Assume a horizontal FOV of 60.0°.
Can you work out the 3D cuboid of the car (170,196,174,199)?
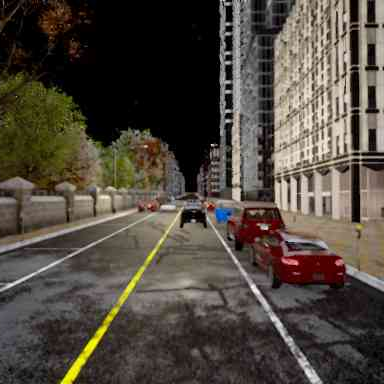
[{"bbox_3d":[-5.686,1.916,76.618,2.192,1.841,5.009,1,0,0],"label":"car"}]

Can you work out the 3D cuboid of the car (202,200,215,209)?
[{"bbox_3d":[2.692,2.014,54.571,1.947,1.339,4.313,1,0,0],"label":"car"}]

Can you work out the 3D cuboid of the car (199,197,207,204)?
[{"bbox_3d":[2.693,2.076,82.175,1.967,1.590,4.097,1,0,0],"label":"car"}]

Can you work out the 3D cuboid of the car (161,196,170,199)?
[{"bbox_3d":[-5.685,1.805,60.300,2.192,1.841,5.009,1,0,0],"label":"car"}]

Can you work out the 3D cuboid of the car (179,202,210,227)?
[{"bbox_3d":[0.098,1.718,24.606,1.837,1.490,4.892,0,-1,0],"label":"car"}]

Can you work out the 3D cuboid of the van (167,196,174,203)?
[{"bbox_3d":[-5.687,2.014,87.845,1.690,1.788,3.998,1,0,0],"label":"van"}]

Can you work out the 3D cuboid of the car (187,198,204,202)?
[{"bbox_3d":[0.097,1.697,40.992,2.097,1.767,4.553,0,-1,0],"label":"car"}]

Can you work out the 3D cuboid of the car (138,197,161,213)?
[{"bbox_3d":[-5.685,1.679,43.253,2.192,1.841,5.009,1,0,0],"label":"car"}]

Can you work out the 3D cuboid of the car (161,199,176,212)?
[{"bbox_3d":[-3.095,1.971,44.063,1.895,1.301,4.718,0,0,0],"label":"car"}]

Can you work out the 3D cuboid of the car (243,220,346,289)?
[{"bbox_3d":[2.695,1.665,9.122,1.802,1.307,4.206,0,0,0],"label":"car"}]

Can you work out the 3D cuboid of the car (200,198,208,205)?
[{"bbox_3d":[2.691,2.182,76.557,1.802,1.307,4.206,1,0,0],"label":"car"}]

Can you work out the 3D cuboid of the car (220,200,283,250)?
[{"bbox_3d":[2.697,1.448,14.808,2.192,1.841,5.009,0,0,0],"label":"car"}]

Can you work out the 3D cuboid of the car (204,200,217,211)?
[{"bbox_3d":[2.693,1.933,49.061,1.752,1.417,4.829,1,0,0],"label":"car"}]

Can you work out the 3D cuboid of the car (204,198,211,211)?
[{"bbox_3d":[2.694,1.803,43.211,1.967,1.590,4.097,1,0,0],"label":"car"}]

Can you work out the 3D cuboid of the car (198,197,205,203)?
[{"bbox_3d":[2.691,2.234,93.580,1.752,1.417,4.829,1,0,0],"label":"car"}]

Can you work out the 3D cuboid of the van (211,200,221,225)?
[{"bbox_3d":[2.696,1.569,26.168,1.690,1.788,3.998,1,0,0],"label":"van"}]
